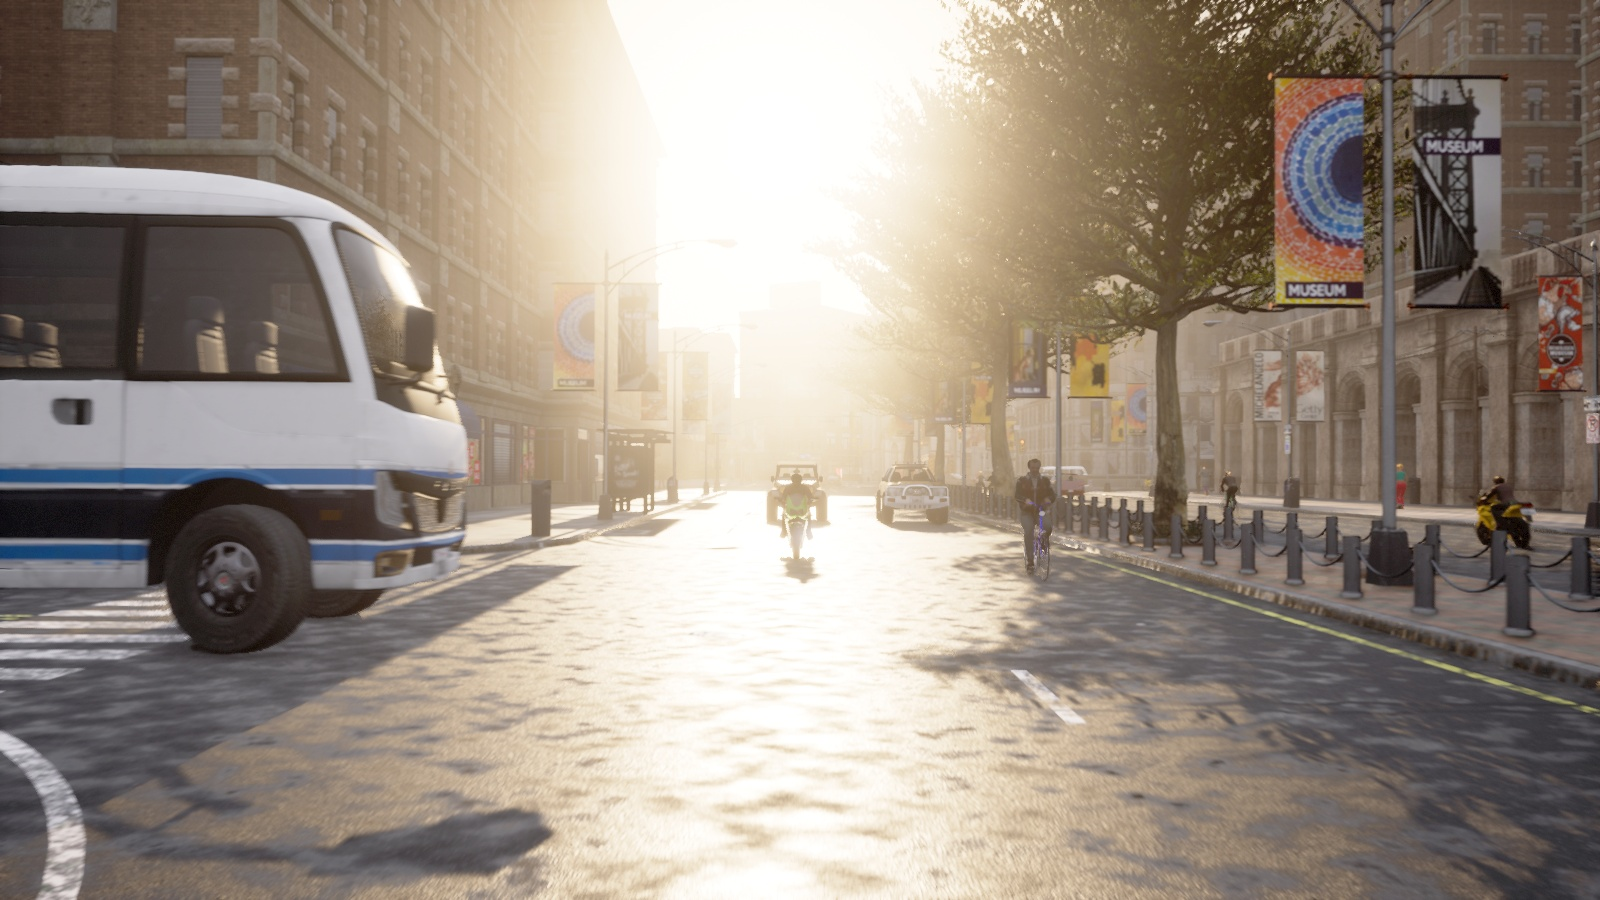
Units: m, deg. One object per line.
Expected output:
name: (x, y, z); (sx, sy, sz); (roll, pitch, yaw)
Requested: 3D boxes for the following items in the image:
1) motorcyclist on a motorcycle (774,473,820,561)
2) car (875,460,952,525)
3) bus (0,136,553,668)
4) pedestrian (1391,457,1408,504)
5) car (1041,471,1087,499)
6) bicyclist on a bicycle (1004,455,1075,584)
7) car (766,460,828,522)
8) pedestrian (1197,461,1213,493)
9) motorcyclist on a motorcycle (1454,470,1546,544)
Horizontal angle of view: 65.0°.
motorcyclist on a motorcycle: (-0.052, 1.179, 22.818); (0.797, 1.523, 2.044); (0, -1, 0)
car: (3.411, 1.265, 38.626); (1.932, 1.855, 4.605); (0, -1, 0)
bus: (-7.797, -0.331, 11.915); (10.273, 4.253, 3.944); (0, -2, -3)
pedestrian: (23.411, 1.198, 49.027); (0.345, 1.836, 0.594); (0, -1, 1)
car: (14.839, 1.954, 70.787); (1.845, 1.501, 3.633); (0, -1, 0)
bicyclist on a bicycle: (3.458, 0.978, 18.286); (0.659, 1.776, 1.843); (0, -1, 0)
car: (-0.092, 1.285, 40.253); (1.905, 1.878, 3.866); (0, -1, 0)
pedestrian: (24.831, 1.660, 76.957); (0.659, 1.952, 0.873); (0, -1, 0)
motorcyclist on a motorcycle: (14.939, 1.186, 26.862); (0.797, 1.523, 2.044); (0, -1, 0)
